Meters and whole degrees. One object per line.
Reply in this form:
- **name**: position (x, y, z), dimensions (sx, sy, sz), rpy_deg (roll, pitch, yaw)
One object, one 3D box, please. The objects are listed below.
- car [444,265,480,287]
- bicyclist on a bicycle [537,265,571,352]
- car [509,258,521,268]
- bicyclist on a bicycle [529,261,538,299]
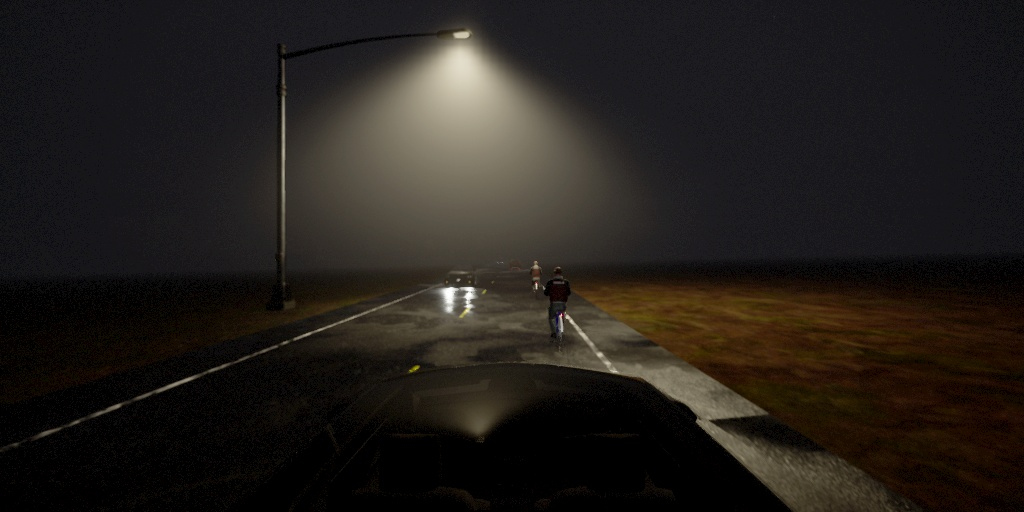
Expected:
- **car**: position (-3.350, 1.320, 24.503), dimensions (1.994, 1.385, 4.181), rpy_deg (0, 0, 1)
- **bicyclist on a bicycle**: position (1.013, 1.122, 8.084), dimensions (0.659, 1.776, 1.843), rpy_deg (0, 0, 1)
- **car**: position (0.543, 1.267, 62.603), dimensions (1.882, 1.535, 5.008), rpy_deg (0, -1, 0)
- **bicyclist on a bicycle**: position (1.122, 1.124, 17.053), dimensions (0.659, 1.776, 1.843), rpy_deg (0, 0, 1)
